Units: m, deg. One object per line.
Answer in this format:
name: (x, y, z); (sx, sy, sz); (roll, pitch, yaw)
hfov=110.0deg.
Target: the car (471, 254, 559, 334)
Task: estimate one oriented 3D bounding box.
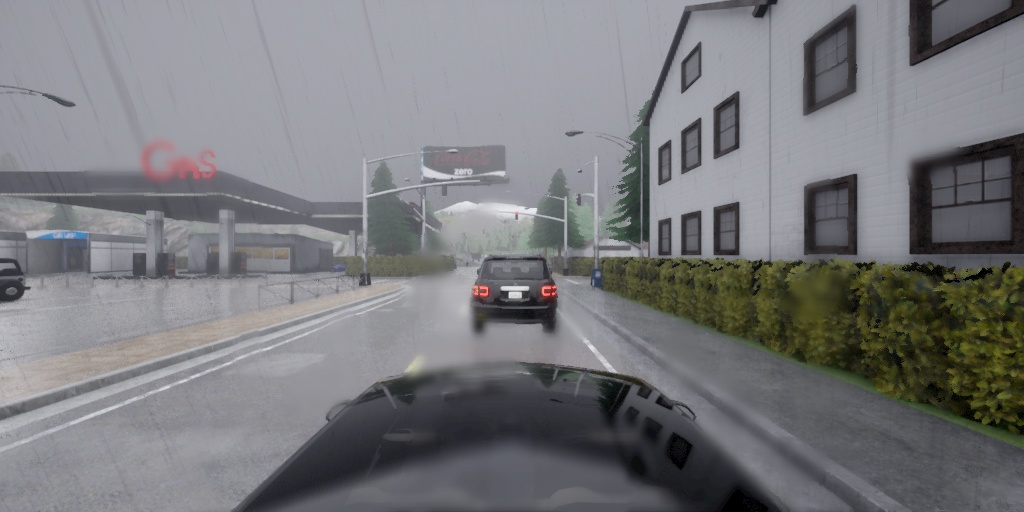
car: (0.081, 0.971, 10.745); (2.150, 2.045, 5.566); (0, 0, 0)
